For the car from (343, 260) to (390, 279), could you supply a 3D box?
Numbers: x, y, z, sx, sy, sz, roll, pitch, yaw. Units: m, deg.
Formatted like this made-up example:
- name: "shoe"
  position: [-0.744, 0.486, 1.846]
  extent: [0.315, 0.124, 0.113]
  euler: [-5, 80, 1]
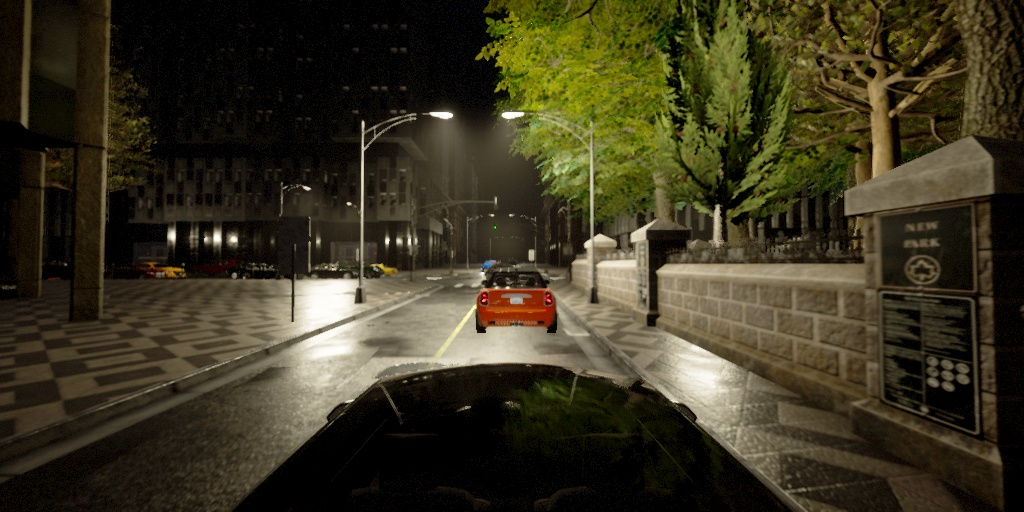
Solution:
- name: "car"
  position: [-13.828, 1.185, 32.259]
  extent: [4.553, 1.767, 2.097]
  euler: [0, -1, 0]

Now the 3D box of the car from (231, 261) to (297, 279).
- name: "car"
  position: [-20.103, 1.344, 29.623]
  extent: [4.313, 1.339, 1.948]
  euler: [0, 0, 0]

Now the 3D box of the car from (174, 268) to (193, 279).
- name: "car"
  position: [-32.417, 1.336, 32.402]
  extent: [5.008, 1.535, 1.882]
  euler: [0, -1, 0]

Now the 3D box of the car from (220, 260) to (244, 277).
- name: "car"
  position: [-22.912, 1.350, 32.324]
  extent: [4.892, 1.490, 1.837]
  euler: [0, -1, 0]

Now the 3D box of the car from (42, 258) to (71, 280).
- name: "car"
  position: [-36.641, 1.115, 29.744]
  extent: [5.009, 1.841, 2.192]
  euler: [0, 0, 0]

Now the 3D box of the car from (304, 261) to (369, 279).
- name: "car"
  position: [-14.590, 1.322, 29.583]
  extent: [4.403, 1.370, 2.007]
  euler: [0, 0, 0]

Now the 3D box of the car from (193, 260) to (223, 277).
- name: "car"
  position: [-31.074, 1.308, 38.227]
  extent: [5.009, 1.841, 2.192]
  euler: [0, 0, 0]

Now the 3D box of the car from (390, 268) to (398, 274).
- name: "car"
  position: [-14.706, 1.498, 38.107]
  extent: [4.829, 1.417, 1.751]
  euler: [0, 0, 0]

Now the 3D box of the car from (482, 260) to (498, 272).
- name: "car"
  position: [-3.006, 1.410, 49.814]
  extent: [1.882, 1.535, 5.008]
  euler: [0, 0, 2]

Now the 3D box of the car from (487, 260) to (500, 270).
- name: "car"
  position: [-2.976, 1.458, 59.262]
  extent: [1.882, 1.535, 5.008]
  euler: [0, 0, 0]

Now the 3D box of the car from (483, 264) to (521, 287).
- name: "car"
  position: [-0.865, 1.323, 26.064]
  extent: [1.837, 1.490, 4.892]
  euler: [0, -1, -13]

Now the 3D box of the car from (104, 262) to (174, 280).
- name: "car"
  position: [-31.128, 1.375, 29.704]
  extent: [4.207, 1.307, 1.802]
  euler: [0, 0, 0]

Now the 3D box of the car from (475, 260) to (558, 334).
- name: "car"
  position: [0.111, 1.126, 10.900]
  extent: [2.097, 1.767, 4.553]
  euler: [0, 0, 0]
